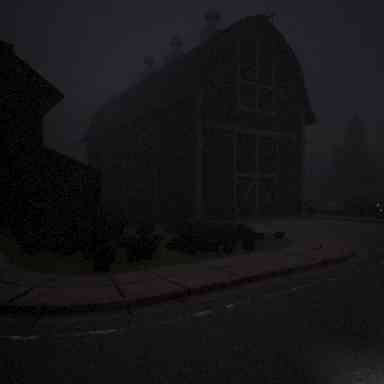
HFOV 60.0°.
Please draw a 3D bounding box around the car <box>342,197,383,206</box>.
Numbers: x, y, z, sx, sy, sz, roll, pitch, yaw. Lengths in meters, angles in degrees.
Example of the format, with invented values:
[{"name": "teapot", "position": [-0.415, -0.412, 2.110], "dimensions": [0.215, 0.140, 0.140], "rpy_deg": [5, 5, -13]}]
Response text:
[{"name": "car", "position": [18.226, 1.363, 35.080], "dimensions": [2.097, 1.767, 4.553], "rpy_deg": [0, 0, -34]}]
